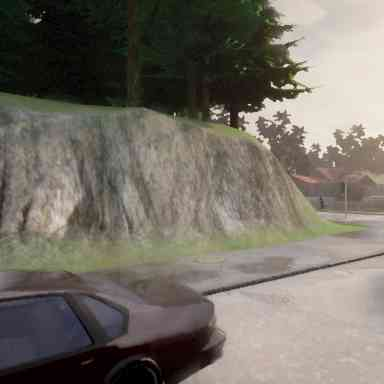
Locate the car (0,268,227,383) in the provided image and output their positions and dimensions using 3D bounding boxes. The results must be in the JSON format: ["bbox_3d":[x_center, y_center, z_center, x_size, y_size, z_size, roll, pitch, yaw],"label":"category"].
[{"bbox_3d":[-2.151,1.547,3.070,5.357,1.411,2.033,0,0,-36],"label":"car"}]

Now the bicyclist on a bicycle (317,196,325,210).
[{"bbox_3d":[15.522,1.349,39.962,1.656,1.620,0.582,0,0,-36],"label":"bicyclist on a bicycle"}]
